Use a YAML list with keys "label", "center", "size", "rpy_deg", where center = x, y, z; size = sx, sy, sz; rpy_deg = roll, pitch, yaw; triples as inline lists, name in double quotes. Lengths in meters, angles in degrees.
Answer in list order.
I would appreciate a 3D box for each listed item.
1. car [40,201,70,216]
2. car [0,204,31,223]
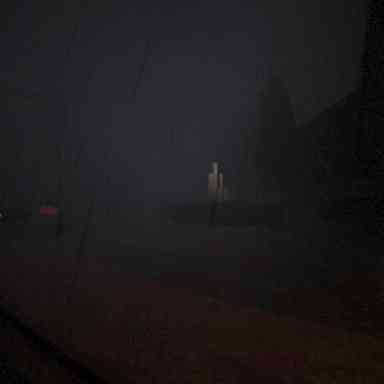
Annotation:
- label: "car"
  center: [-16.165, 1.821, 39.465]
  size: [2.097, 1.767, 4.553]
  rpy_deg: [0, 0, 0]
- label: "car"
  center: [-15.906, 1.945, 29.443]
  size: [1.994, 1.385, 4.181]
  rpy_deg: [0, 0, -4]
